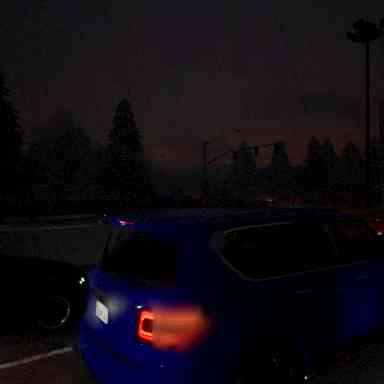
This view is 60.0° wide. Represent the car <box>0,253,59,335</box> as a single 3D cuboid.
[{"bbox_3d":[-3.782,1.564,5.339,4.181,1.385,1.994,0,0,-36],"label":"car"}]

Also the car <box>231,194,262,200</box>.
[{"bbox_3d":[6.671,1.344,44.078,1.994,1.385,4.181,-1,0,-35],"label":"car"}]

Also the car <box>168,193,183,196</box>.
[{"bbox_3d":[-4.120,1.310,59.473,1.812,1.442,4.674,-1,0,-35],"label":"car"}]

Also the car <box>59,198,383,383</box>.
[{"bbox_3d":[1.342,1.205,4.685,5.566,2.045,2.150,-1,0,-35],"label":"car"}]

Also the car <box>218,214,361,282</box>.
[{"bbox_3d":[3.063,1.513,10.201,4.181,1.385,1.994,-1,0,-34],"label":"car"}]

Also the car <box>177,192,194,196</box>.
[{"bbox_3d":[-1.296,0.964,61.539,2.150,2.045,5.566,-1,0,-35],"label":"car"}]

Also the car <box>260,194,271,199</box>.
[{"bbox_3d":[9.774,1.106,45.877,2.097,1.767,4.553,-1,0,-36],"label":"car"}]

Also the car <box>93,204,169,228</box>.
[{"bbox_3d":[-4.074,1.540,22.509,4.718,1.301,1.895,-1,0,-35],"label":"car"}]
